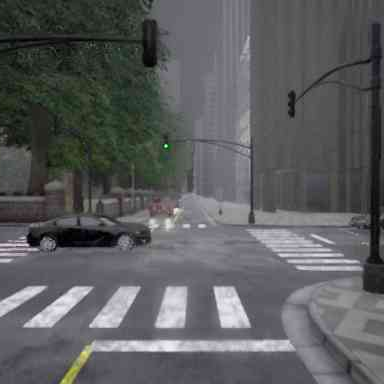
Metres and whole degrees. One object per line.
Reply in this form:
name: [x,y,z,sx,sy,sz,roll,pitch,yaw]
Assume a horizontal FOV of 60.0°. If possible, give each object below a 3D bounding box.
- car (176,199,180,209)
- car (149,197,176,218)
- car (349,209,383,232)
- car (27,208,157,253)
car: [-3.100,2.005,56.501,2.128,1.511,4.902,0,-1,0]
car: [-3.132,1.517,34.697,2.150,2.045,5.566,0,-1,0]
car: [11.616,1.642,19.655,4.403,1.369,2.008,0,1,0]
car: [-4.220,1.618,13.966,5.008,1.535,1.882,-1,0,0]
